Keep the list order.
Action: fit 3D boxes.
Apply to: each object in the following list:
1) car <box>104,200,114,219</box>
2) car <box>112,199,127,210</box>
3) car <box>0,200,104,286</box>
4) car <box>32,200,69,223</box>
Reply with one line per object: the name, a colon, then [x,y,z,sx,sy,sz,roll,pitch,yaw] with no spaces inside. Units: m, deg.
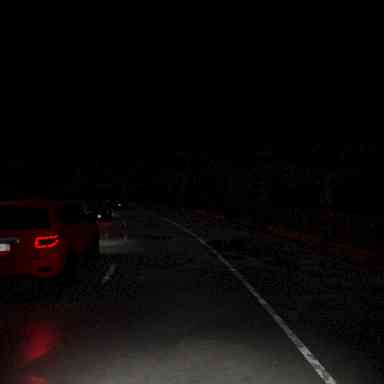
car: [-7.946,1.600,28.300,1.895,1.301,4.718,0,0,-16]
car: [-9.735,1.563,42.768,1.994,1.385,4.181,0,0,-24]
car: [-4.122,1.221,9.406,2.150,2.045,5.566,0,0,-6]
car: [-11.049,1.491,26.345,2.128,1.511,4.902,0,0,-16]
